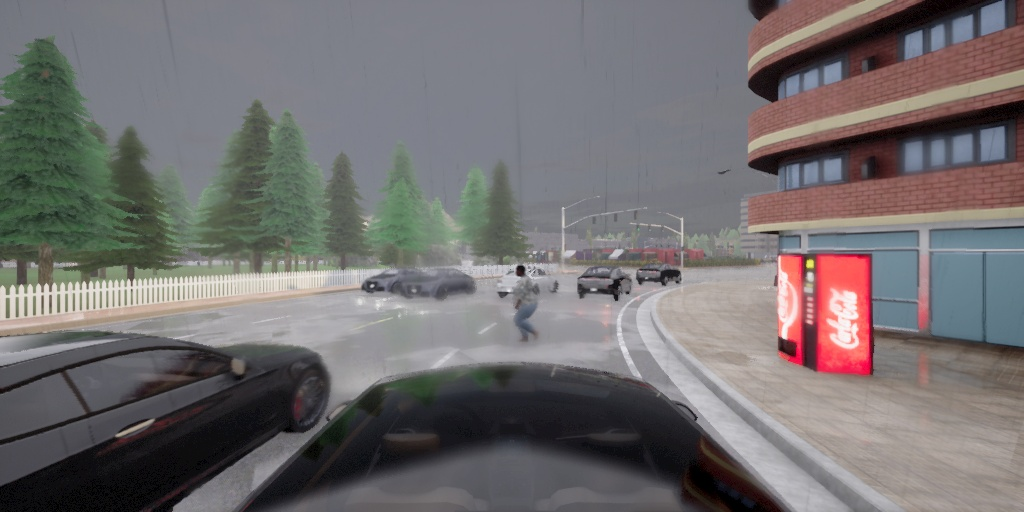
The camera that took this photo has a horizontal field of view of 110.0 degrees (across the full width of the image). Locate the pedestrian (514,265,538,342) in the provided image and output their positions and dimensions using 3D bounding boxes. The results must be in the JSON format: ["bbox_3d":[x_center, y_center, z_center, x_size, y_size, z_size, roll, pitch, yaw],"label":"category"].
[{"bbox_3d":[0.312,1.044,8.135,0.375,1.860,0.375,0,0,12],"label":"pedestrian"}]

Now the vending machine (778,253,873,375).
[{"bbox_3d":[5.293,0.945,6.151,1.100,2.100,0.880,0,0,10],"label":"vending machine"}]

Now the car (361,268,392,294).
[{"bbox_3d":[-6.168,1.313,19.780,1.994,1.385,4.181,0,0,25],"label":"car"}]

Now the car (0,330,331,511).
[{"bbox_3d":[-3.253,1.276,2.590,1.812,1.442,4.674,0,0,2],"label":"car"}]

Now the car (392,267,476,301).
[{"bbox_3d":[-3.447,1.313,17.373,1.994,1.385,4.181,0,0,24],"label":"car"}]

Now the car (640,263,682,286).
[{"bbox_3d":[10.391,1.241,25.205,2.128,1.511,4.902,0,0,41],"label":"car"}]

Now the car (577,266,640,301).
[{"bbox_3d":[4.664,1.240,17.656,2.128,1.511,4.902,0,0,28],"label":"car"}]

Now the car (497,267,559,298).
[{"bbox_3d":[0.868,1.275,17.902,1.812,1.442,4.674,0,0,26],"label":"car"}]
